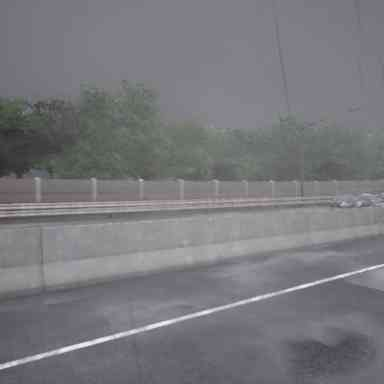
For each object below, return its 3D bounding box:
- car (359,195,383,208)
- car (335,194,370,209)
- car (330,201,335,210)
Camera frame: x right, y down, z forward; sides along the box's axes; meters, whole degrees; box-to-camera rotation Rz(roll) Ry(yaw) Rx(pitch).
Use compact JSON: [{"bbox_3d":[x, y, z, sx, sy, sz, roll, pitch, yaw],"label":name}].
[{"bbox_3d":[16.851,1.259,28.396,4.902,1.511,2.128,-1,0,-34],"label":"car"},{"bbox_3d":[16.529,1.093,32.393,4.553,1.767,2.097,-1,1,-34],"label":"car"},{"bbox_3d":[17.536,1.170,37.279,5.008,1.535,1.882,-1,1,-34],"label":"car"}]
